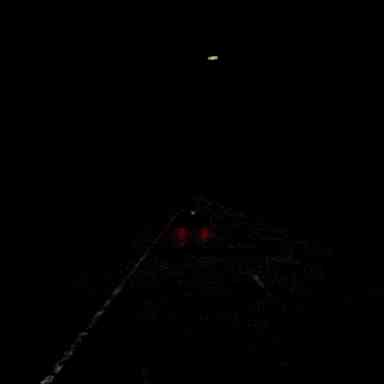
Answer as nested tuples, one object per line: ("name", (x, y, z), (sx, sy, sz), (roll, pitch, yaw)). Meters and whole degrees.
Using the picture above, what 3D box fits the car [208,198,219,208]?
("car", (3.558, 2.100, 57.315), (1.994, 1.385, 4.181), (0, -1, 0))

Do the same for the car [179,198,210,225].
("car", (0.079, 1.597, 26.223), (2.097, 1.767, 4.553), (0, -1, 0))

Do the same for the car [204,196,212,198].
("car", (3.448, 1.915, 73.443), (2.150, 2.045, 5.566), (0, -1, 0))

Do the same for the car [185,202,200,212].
("car", (0.064, 2.029, 45.816), (1.895, 1.301, 4.718), (0, -1, 0))
